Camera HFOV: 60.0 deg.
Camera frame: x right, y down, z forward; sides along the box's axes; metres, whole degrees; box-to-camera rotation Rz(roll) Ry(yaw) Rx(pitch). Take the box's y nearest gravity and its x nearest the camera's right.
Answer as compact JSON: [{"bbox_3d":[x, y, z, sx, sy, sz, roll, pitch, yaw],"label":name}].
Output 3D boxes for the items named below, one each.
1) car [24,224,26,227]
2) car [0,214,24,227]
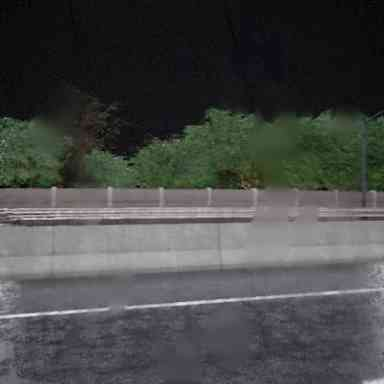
[{"bbox_3d":[-11.349,1.768,17.146,5.008,1.535,1.882,0,-1,-13],"label":"car"},{"bbox_3d":[-10.105,1.712,13.844,5.008,1.535,1.882,0,-1,-13],"label":"car"}]
